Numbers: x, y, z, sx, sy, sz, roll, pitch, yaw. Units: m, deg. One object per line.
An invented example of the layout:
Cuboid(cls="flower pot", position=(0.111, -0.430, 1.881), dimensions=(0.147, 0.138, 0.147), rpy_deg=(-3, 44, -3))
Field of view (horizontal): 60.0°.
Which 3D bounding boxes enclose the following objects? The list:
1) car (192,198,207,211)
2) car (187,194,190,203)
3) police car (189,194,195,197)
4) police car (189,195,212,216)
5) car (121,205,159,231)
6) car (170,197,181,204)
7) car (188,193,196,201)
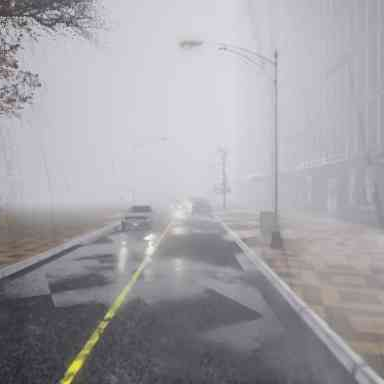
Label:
Cuboid(cls="car", position=(0.916, 1.488, 42.221), dimensions=(1.837, 1.490, 4.892), rpy_deg=(0, 0, 0))
Cuboid(cls="car", position=(0.029, 1.457, 67.773), dimensions=(1.812, 1.442, 4.674), rpy_deg=(0, 0, 0))
Cuboid(cls="police car", position=(0.920, 1.405, 48.332), dimensions=(1.930, 1.638, 5.238), rpy_deg=(0, 0, 0))
Cuboid(cls="police car", position=(0.913, 1.413, 32.331), dimensions=(1.930, 1.638, 5.238), rpy_deg=(0, 0, 0))
Cuboid(cls="car", position=(-3.089, 1.518, 20.496), dimensions=(1.812, 1.442, 4.674), rpy_deg=(0, 0, 0))
Cuboid(cls="car", position=(-3.000, 1.577, 61.750), dimensions=(1.895, 1.301, 4.718), rpy_deg=(0, 0, 1))
Cuboid(cls="car", position=(0.036, 1.205, 83.249), dimensions=(2.097, 1.767, 4.553), rpy_deg=(0, 0, 0))
